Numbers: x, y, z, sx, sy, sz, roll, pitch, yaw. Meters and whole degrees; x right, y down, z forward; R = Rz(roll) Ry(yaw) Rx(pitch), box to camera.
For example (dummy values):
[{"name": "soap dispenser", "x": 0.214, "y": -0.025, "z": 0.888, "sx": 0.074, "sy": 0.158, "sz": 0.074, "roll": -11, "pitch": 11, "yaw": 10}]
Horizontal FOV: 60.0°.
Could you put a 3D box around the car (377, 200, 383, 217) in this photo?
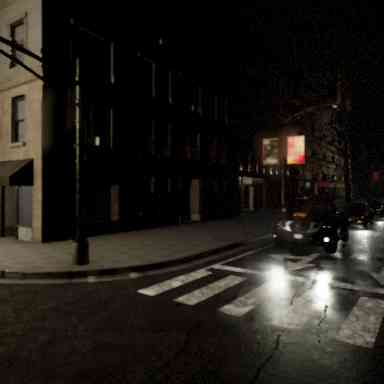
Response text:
[{"name": "car", "x": 16.859, "y": 1.491, "z": 30.934, "sx": 1.837, "sy": 1.490, "sz": 4.892, "roll": 0, "pitch": 0, "yaw": 35}]

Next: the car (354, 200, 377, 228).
[{"name": "car", "x": 10.989, "y": 1.496, "z": 22.437, "sx": 1.837, "sy": 1.490, "sz": 4.892, "roll": 0, "pitch": 0, "yaw": 35}]

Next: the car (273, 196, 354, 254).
[{"name": "car", "x": 5.240, "y": 1.217, "z": 14.147, "sx": 2.150, "sy": 2.045, "sz": 5.566, "roll": 0, "pitch": 0, "yaw": 32}]
